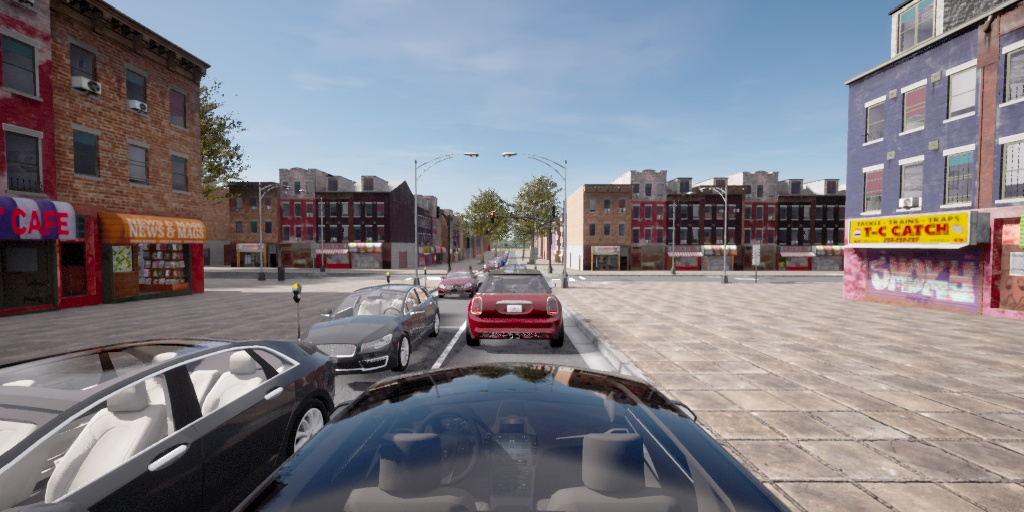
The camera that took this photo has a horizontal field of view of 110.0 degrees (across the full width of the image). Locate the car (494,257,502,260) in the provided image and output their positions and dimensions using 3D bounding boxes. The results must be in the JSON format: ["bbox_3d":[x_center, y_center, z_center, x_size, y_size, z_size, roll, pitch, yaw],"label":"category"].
[{"bbox_3d":[-2.568,1.233,45.127,1.967,1.591,4.097,0,0,0],"label":"car"}]

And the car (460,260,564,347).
[{"bbox_3d":[0.110,1.099,9.501,2.097,1.767,4.553,0,0,2],"label":"car"}]

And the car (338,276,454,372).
[{"bbox_3d":[-2.631,1.298,7.457,2.007,1.370,4.403,0,0,0],"label":"car"}]

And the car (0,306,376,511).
[{"bbox_3d":[-2.640,1.300,2.009,2.007,1.370,4.403,0,0,0],"label":"car"}]

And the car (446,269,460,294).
[{"bbox_3d":[-2.613,1.332,18.351,1.802,1.307,4.207,0,0,0],"label":"car"}]
